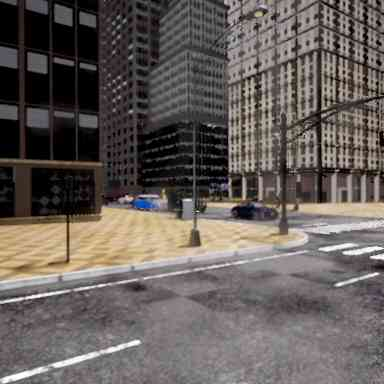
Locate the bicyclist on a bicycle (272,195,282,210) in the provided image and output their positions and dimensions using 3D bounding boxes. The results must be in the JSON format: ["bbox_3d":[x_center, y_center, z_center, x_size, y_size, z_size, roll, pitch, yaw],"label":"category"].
[{"bbox_3d":[9.392,1.175,36.596,1.656,1.620,0.582,-1,1,-34],"label":"bicyclist on a bicycle"}]

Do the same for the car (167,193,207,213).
[{"bbox_3d":[-0.646,1.130,35.850,2.150,2.045,5.566,0,0,-34],"label":"car"}]

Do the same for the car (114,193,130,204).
[{"bbox_3d":[-11.181,1.301,57.159,1.812,1.442,4.674,0,1,-34],"label":"car"}]

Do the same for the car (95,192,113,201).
[{"bbox_3d":[-19.764,0.982,74.492,2.192,1.841,5.009,0,0,-34],"label":"car"}]

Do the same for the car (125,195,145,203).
[{"bbox_3d":[-10.459,1.291,60.724,1.887,1.381,4.507,0,0,-34],"label":"car"}]

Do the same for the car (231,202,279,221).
[{"bbox_3d":[5.097,1.518,27.355,1.994,1.385,4.181,0,1,-34],"label":"car"}]

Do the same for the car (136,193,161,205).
[{"bbox_3d":[-7.358,1.088,56.133,2.192,1.841,5.009,0,0,-34],"label":"car"}]

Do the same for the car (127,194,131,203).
[{"bbox_3d":[-6.643,1.382,44.751,1.812,1.442,4.674,0,0,-34],"label":"car"}]

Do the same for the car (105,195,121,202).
[{"bbox_3d":[-16.663,1.259,69.904,1.947,1.339,4.313,0,0,-34],"label":"car"}]

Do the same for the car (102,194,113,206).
[{"bbox_3d":[-14.301,1.392,51.442,1.947,1.339,4.313,0,0,-34],"label":"car"}]

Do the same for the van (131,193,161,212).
[{"bbox_3d":[-4.997,1.246,37.673,1.690,1.788,3.998,0,0,-34],"label":"van"}]

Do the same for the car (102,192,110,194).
[{"bbox_3d":[-16.706,1.233,65.328,1.837,1.490,4.892,0,1,-34],"label":"car"}]
